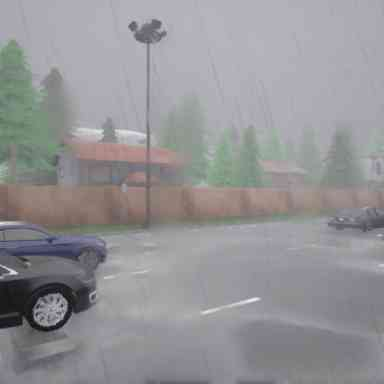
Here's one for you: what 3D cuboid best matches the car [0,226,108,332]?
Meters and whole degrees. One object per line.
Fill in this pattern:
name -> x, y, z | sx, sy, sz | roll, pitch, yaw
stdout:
car -> -3.985, 1.505, 5.204 | 4.892, 1.490, 1.837 | 0, 0, -35

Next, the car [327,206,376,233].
car -> 10.209, 1.547, 19.627 | 5.357, 1.411, 2.033 | 0, 0, -35

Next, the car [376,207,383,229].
car -> 11.201, 1.477, 16.034 | 5.008, 1.535, 1.882 | 0, 0, -35

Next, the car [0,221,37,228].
car -> -4.654, 1.526, 9.009 | 4.674, 1.442, 1.812 | 0, 0, -35
